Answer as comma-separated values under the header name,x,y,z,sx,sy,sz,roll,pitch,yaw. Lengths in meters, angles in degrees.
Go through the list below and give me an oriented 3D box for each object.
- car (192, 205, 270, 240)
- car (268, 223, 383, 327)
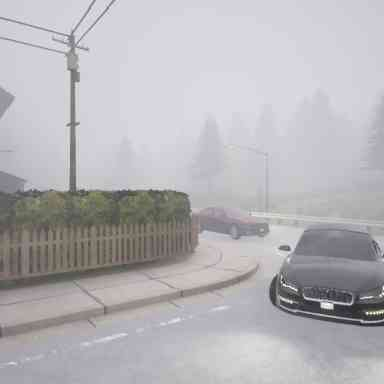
name,x,y,z,sx,sy,sz,roll,pitch,yaw
car,1.870,1.478,17.440,1.882,1.535,5.008,0,0,-33
car,3.168,1.505,7.304,1.837,1.490,4.892,0,0,27
